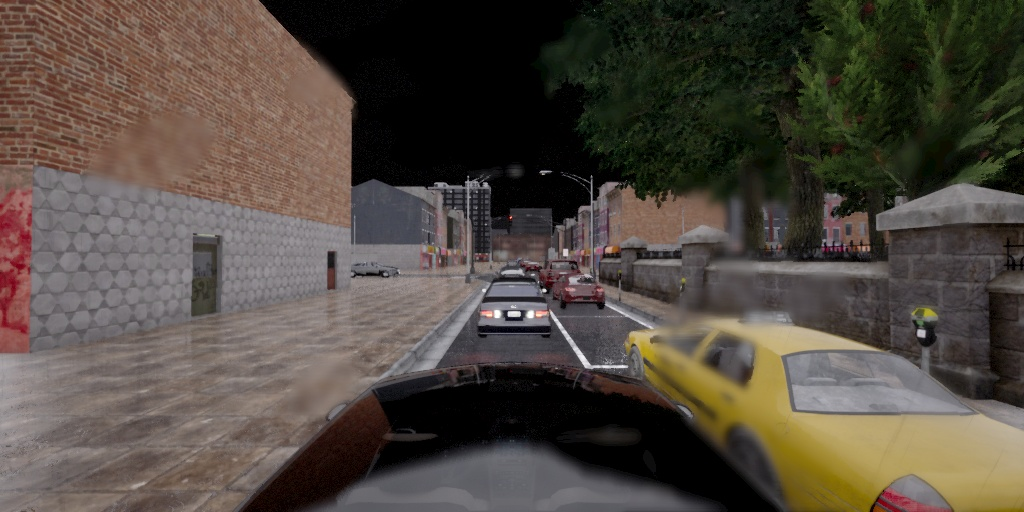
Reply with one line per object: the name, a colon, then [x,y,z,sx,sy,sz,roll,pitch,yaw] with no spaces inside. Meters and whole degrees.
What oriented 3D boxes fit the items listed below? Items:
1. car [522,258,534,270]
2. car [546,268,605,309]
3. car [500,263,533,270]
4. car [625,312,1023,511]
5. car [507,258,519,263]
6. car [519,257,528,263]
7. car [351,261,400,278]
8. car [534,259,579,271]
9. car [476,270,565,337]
car: [2.613,1.355,46.602,1.888,1.381,4.507,0,0,0]
car: [2.633,1.338,14.724,1.802,1.307,4.207,0,0,0]
car: [0.015,1.287,19.953,1.812,1.442,4.674,0,0,1]
car: [2.639,1.276,3.995,1.751,1.417,4.829,0,0,0]
car: [0.063,1.350,63.309,2.128,1.511,4.902,0,0,0]
car: [2.603,1.402,62.913,1.888,1.381,4.507,0,0,0]
car: [-12.411,1.233,31.733,4.902,1.511,2.128,0,-1,0]
car: [2.629,1.076,20.172,2.192,1.841,5.009,0,0,0]
car: [0.063,1.300,10.241,2.033,1.411,5.357,0,0,0]
